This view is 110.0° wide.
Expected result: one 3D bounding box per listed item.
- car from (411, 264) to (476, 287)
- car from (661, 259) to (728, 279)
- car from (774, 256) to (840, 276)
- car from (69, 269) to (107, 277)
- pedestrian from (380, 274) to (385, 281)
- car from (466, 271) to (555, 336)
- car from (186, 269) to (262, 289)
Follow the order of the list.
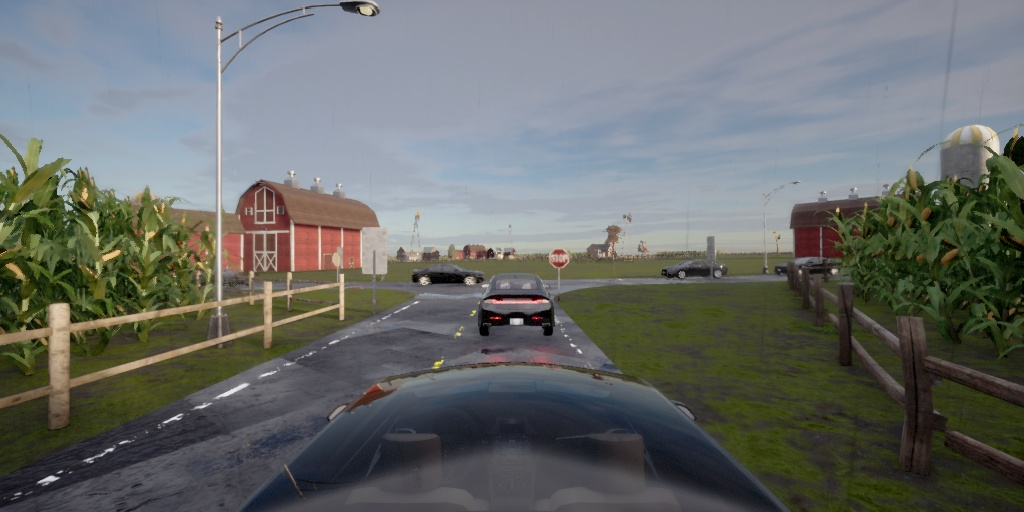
[{"bbox_3d":[-4.377,1.278,24.777,5.008,1.535,1.882,-1,0,2],"label":"car"},{"bbox_3d":[14.202,1.009,28.033,4.892,1.490,1.837,-1,0,-4],"label":"car"},{"bbox_3d":[23.780,0.818,28.862,5.008,1.535,1.882,-1,0,-7],"label":"car"},{"bbox_3d":[-34.284,1.811,27.914,4.674,1.442,1.812,-1,-1,11],"label":"car"},{"bbox_3d":[-11.179,1.241,30.987,0.375,1.860,0.375,0,0,4],"label":"pedestrian"},{"bbox_3d":[0.106,1.243,10.382,2.128,1.511,4.902,0,0,0],"label":"car"},{"bbox_3d":[-21.143,1.613,25.980,5.357,1.411,2.033,-1,-1,6],"label":"car"}]
